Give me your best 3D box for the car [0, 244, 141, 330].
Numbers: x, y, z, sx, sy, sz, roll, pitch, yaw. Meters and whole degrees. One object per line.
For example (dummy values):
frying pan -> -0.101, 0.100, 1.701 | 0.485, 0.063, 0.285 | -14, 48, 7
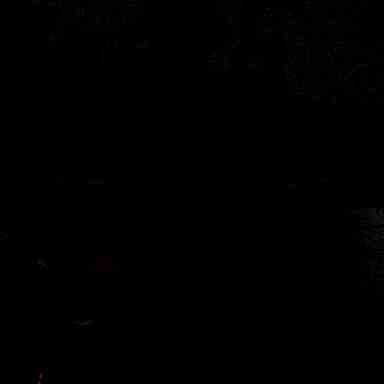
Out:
car -> -3.329, 1.601, 5.276 | 4.718, 1.301, 1.895 | 0, 0, -35

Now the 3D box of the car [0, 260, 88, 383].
car -> -3.184, 1.505, 1.396 | 4.892, 1.490, 1.837 | 0, 0, -35
